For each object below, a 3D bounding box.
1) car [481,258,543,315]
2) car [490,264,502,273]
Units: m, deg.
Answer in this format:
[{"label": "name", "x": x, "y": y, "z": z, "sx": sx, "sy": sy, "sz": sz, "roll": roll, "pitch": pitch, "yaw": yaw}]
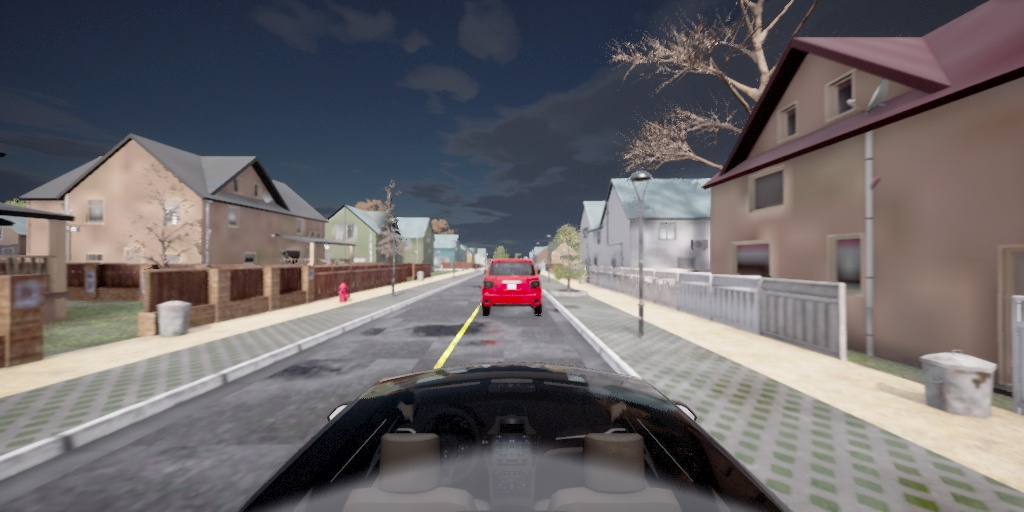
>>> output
[{"label": "car", "x": 0.012, "y": 1.118, "z": 14.437, "sx": 2.150, "sy": 2.045, "sz": 5.566, "roll": 0, "pitch": 0, "yaw": 0}, {"label": "car", "x": -2.776, "y": 2.130, "z": 63.360, "sx": 1.837, "sy": 1.490, "sz": 4.892, "roll": 0, "pitch": -2, "yaw": 0}]
